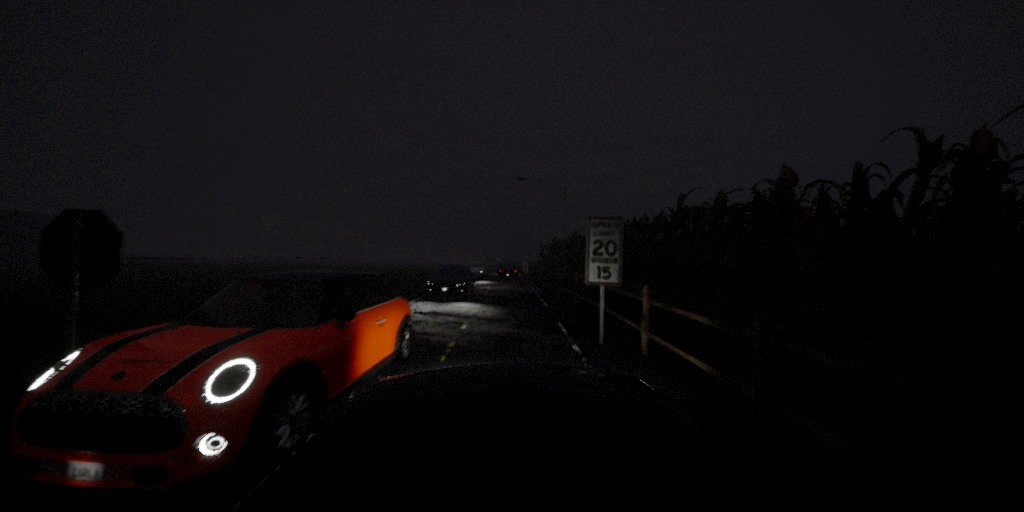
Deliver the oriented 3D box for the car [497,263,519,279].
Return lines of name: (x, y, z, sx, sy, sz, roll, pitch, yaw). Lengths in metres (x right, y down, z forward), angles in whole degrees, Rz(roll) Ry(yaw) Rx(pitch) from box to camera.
car: (-0.453, 1.348, 33.276, 1.895, 1.301, 4.718, 2, 0, -3)

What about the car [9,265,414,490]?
car: (-2.992, 1.003, 4.891, 2.097, 1.767, 4.553, 2, 0, 4)

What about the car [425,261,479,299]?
car: (-2.861, 1.161, 17.452, 1.837, 1.490, 4.892, 2, 0, -1)

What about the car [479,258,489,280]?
car: (-3.173, 1.179, 30.094, 1.812, 1.442, 4.674, 2, 0, -2)
